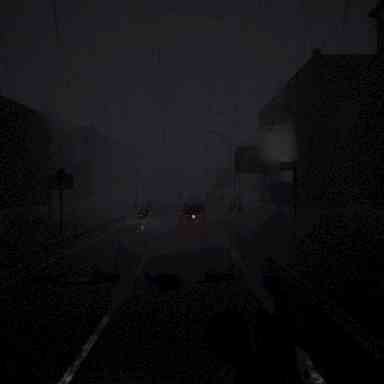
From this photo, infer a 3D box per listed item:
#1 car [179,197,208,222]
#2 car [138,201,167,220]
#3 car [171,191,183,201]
[{"bbox_3d":[0.109,1.386,24.765,1.837,1.490,4.892,0,1,0],"label":"car"},{"bbox_3d":[-3.086,1.433,26.674,1.994,1.385,4.181,0,0,0],"label":"car"},{"bbox_3d":[-2.972,0.725,68.064,2.150,2.045,5.566,0,1,0],"label":"car"}]
